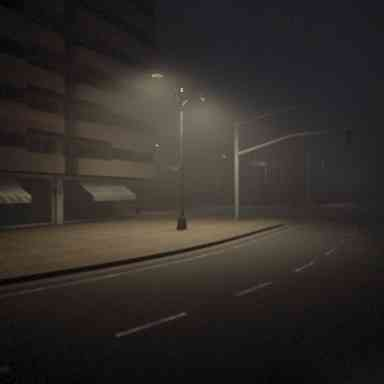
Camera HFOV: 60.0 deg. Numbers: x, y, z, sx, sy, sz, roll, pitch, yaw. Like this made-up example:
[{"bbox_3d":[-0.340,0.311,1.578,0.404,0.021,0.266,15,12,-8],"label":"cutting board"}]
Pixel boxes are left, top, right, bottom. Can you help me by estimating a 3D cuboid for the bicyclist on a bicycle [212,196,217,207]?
[{"bbox_3d":[3.506,1.486,51.546,0.582,1.620,1.656,0,0,31],"label":"bicyclist on a bicycle"}]
